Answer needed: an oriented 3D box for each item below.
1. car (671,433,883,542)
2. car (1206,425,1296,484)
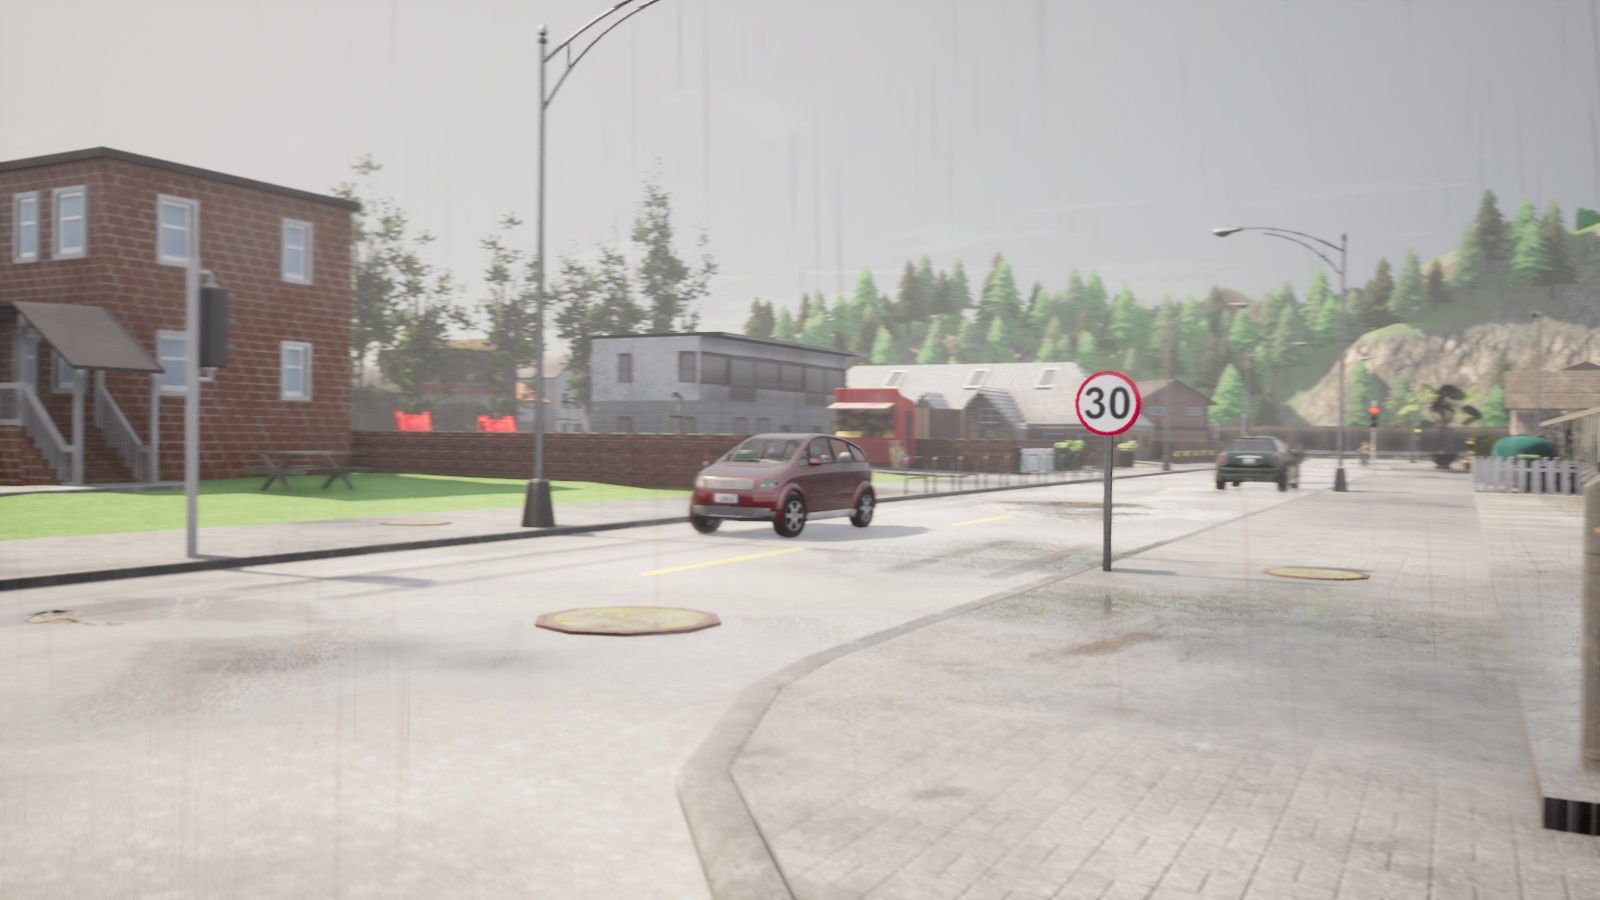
[{"bbox_3d":[-0.262,0.516,19.842,1.789,1.549,3.705,0,1,27],"label":"car"},{"bbox_3d":[14.402,0.101,39.943,2.097,1.767,4.553,0,1,27],"label":"car"}]
